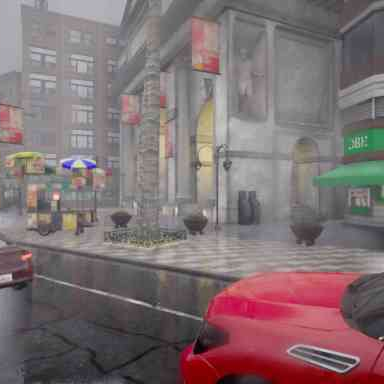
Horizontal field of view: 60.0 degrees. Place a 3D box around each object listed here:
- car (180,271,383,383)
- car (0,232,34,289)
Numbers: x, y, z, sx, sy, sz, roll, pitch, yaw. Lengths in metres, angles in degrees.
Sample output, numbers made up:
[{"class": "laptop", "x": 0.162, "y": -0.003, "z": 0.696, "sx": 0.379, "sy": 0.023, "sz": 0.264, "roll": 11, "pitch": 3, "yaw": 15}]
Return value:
[{"class": "car", "x": 2.536, "y": 1.221, "z": 2.081, "sx": 5.566, "sy": 2.045, "sz": 2.150, "roll": 0, "pitch": 0, "yaw": 36}, {"class": "car", "x": -5.544, "y": 1.526, "z": 7.821, "sx": 4.674, "sy": 1.442, "sz": 1.812, "roll": 0, "pitch": 0, "yaw": 35}]
